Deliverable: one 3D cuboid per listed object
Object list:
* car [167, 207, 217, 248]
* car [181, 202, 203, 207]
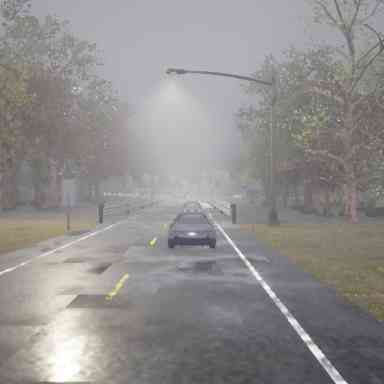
[{"bbox_3d":[0.000,1.569,14.650,1.994,1.385,4.181,0,0,0],"label":"car"},{"bbox_3d":[0.000,1.558,29.651,2.033,1.411,5.357,0,0,0],"label":"car"}]
